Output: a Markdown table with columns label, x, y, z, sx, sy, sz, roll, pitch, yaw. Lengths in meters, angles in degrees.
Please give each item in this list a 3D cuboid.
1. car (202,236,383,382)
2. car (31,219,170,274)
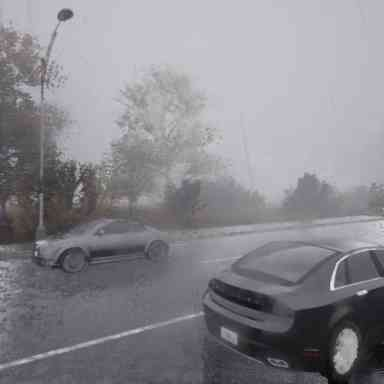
| label | x | y | z | sx | sy | sz | roll | pitch | yaw |
| --- | --- | --- | --- | --- | --- | --- | --- | --- | --- |
| car | 2.427 | 1.506 | 5.479 | 4.892 | 1.490 | 1.837 | 0 | 0 | -36 |
| car | -2.787 | 1.565 | 10.604 | 4.181 | 1.385 | 1.994 | 0 | 0 | -36 |
